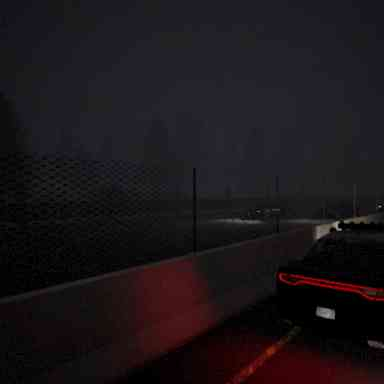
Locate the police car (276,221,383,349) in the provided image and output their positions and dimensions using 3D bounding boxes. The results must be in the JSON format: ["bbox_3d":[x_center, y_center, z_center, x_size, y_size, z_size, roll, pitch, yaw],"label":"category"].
[{"bbox_3d":[3.462,1.399,6.409,1.930,1.638,5.238,0,0,40],"label":"police car"}]

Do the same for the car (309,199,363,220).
[{"bbox_3d":[11.929,1.372,27.389,5.008,1.535,1.882,0,0,-37],"label":"car"}]
